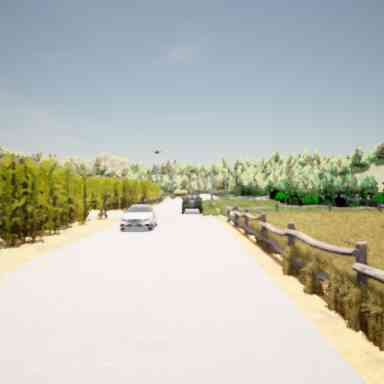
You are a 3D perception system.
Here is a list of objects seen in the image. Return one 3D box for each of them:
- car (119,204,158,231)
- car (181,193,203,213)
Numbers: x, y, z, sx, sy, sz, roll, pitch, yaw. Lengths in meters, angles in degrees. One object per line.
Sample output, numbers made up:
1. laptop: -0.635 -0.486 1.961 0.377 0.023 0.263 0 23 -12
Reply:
1. car: -3.156 1.496 20.468 1.812 1.442 4.674 0 0 0
2. car: -0.001 1.158 35.823 2.150 2.045 5.566 0 0 0
